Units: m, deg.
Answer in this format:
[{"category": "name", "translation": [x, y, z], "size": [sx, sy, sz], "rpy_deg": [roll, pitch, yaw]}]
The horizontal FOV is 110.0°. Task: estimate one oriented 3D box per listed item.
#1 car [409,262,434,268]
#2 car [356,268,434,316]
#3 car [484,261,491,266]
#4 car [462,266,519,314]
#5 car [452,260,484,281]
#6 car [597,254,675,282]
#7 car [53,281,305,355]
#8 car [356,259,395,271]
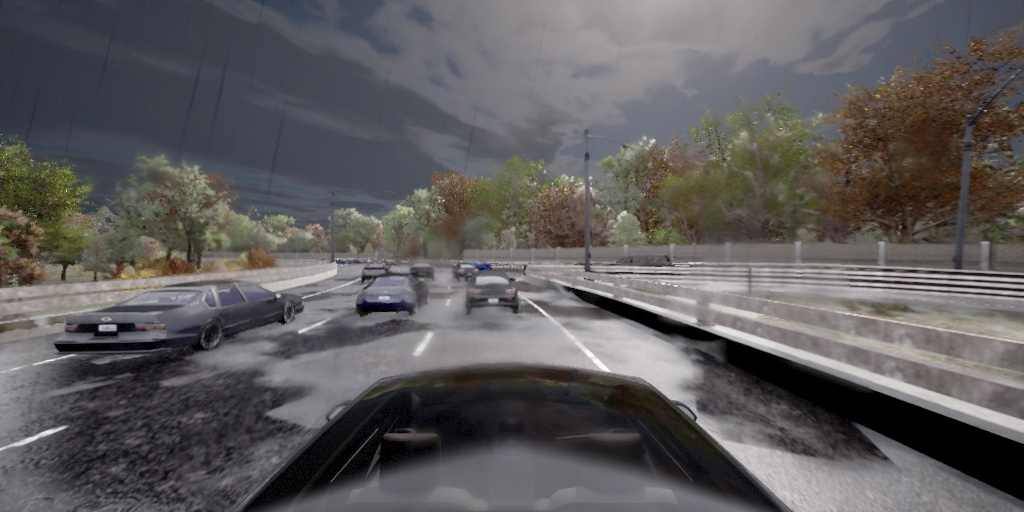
[{"category": "car", "translation": [-7.665, 1.242, 30.412], "size": [1.882, 1.535, 5.008], "rpy_deg": [0, 0, -16]}, {"category": "car", "translation": [-4.320, 1.323, 13.519], "size": [1.994, 1.385, 4.181], "rpy_deg": [0, 0, -6]}, {"category": "car", "translation": [-4.320, 1.194, 40.763], "size": [1.882, 1.535, 5.008], "rpy_deg": [-1, 0, -38]}, {"category": "car", "translation": [-0.825, 1.275, 13.721], "size": [1.812, 1.442, 4.674], "rpy_deg": [0, 0, -6]}, {"category": "car", "translation": [-3.892, 1.280, 29.891], "size": [1.812, 1.442, 4.674], "rpy_deg": [0, 0, -15]}, {"category": "car", "translation": [9.231, 0.919, 27.016], "size": [5.566, 2.045, 2.150], "rpy_deg": [-2, -1, 38]}, {"category": "car", "translation": [-7.316, 1.317, 8.830], "size": [2.033, 1.411, 5.357], "rpy_deg": [0, 0, -4]}, {"category": "car", "translation": [-10.806, 1.266, 28.640], "size": [2.128, 1.511, 4.902], "rpy_deg": [0, 0, -15]}]
